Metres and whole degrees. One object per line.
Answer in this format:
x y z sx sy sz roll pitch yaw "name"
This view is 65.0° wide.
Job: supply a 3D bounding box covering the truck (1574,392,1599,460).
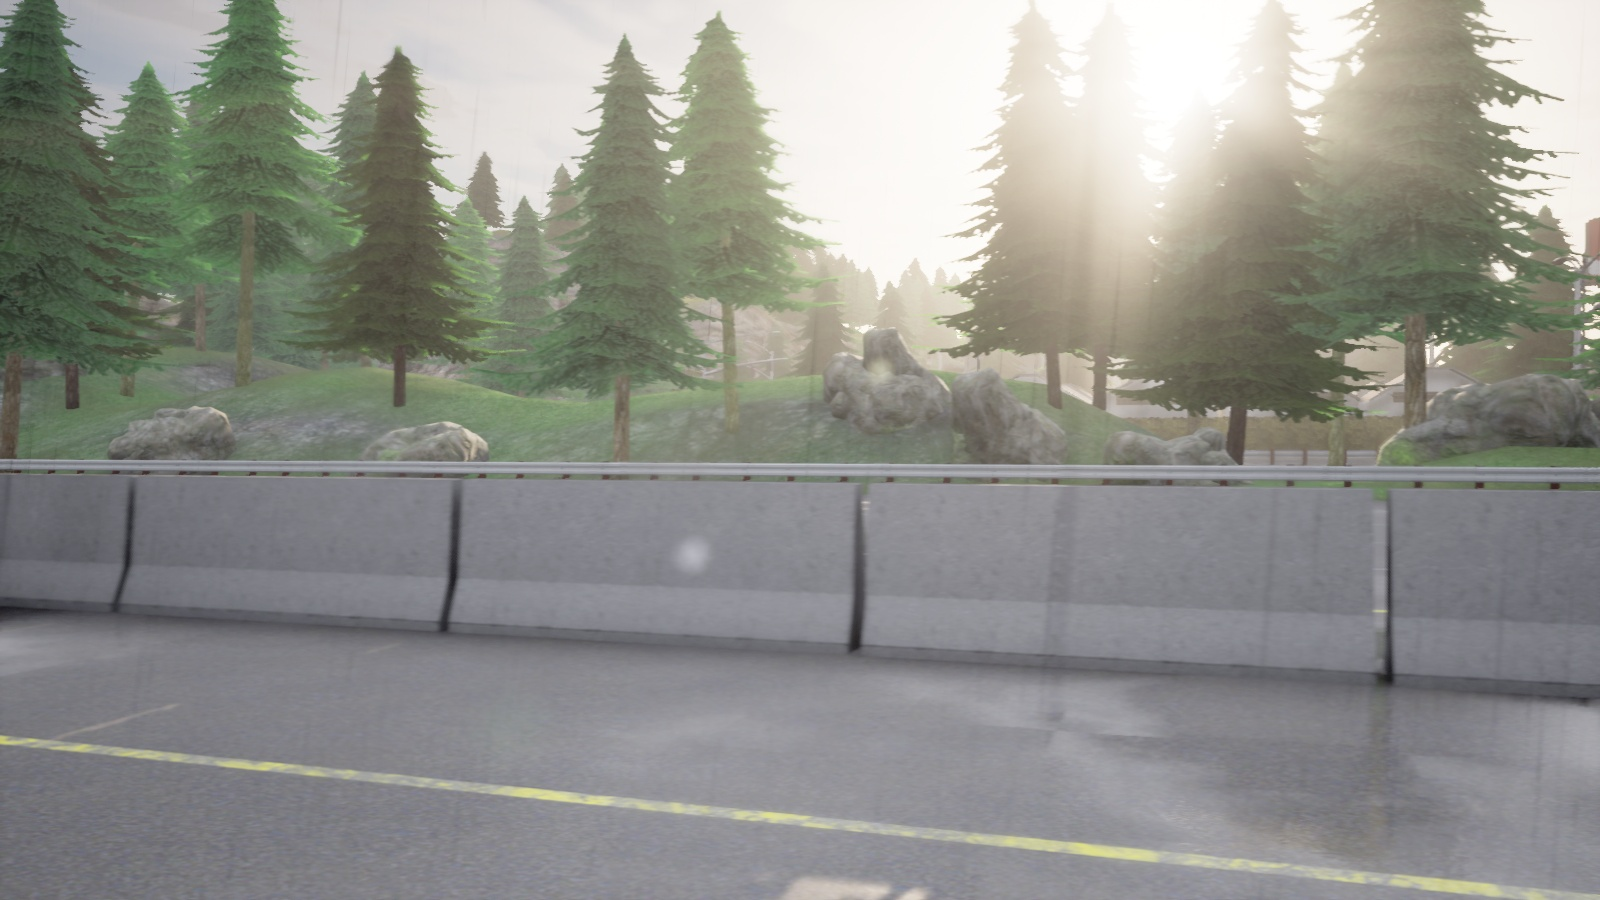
42.487 -1.206 64.433 2.891 3.462 7.936 1 1 18 "truck"
